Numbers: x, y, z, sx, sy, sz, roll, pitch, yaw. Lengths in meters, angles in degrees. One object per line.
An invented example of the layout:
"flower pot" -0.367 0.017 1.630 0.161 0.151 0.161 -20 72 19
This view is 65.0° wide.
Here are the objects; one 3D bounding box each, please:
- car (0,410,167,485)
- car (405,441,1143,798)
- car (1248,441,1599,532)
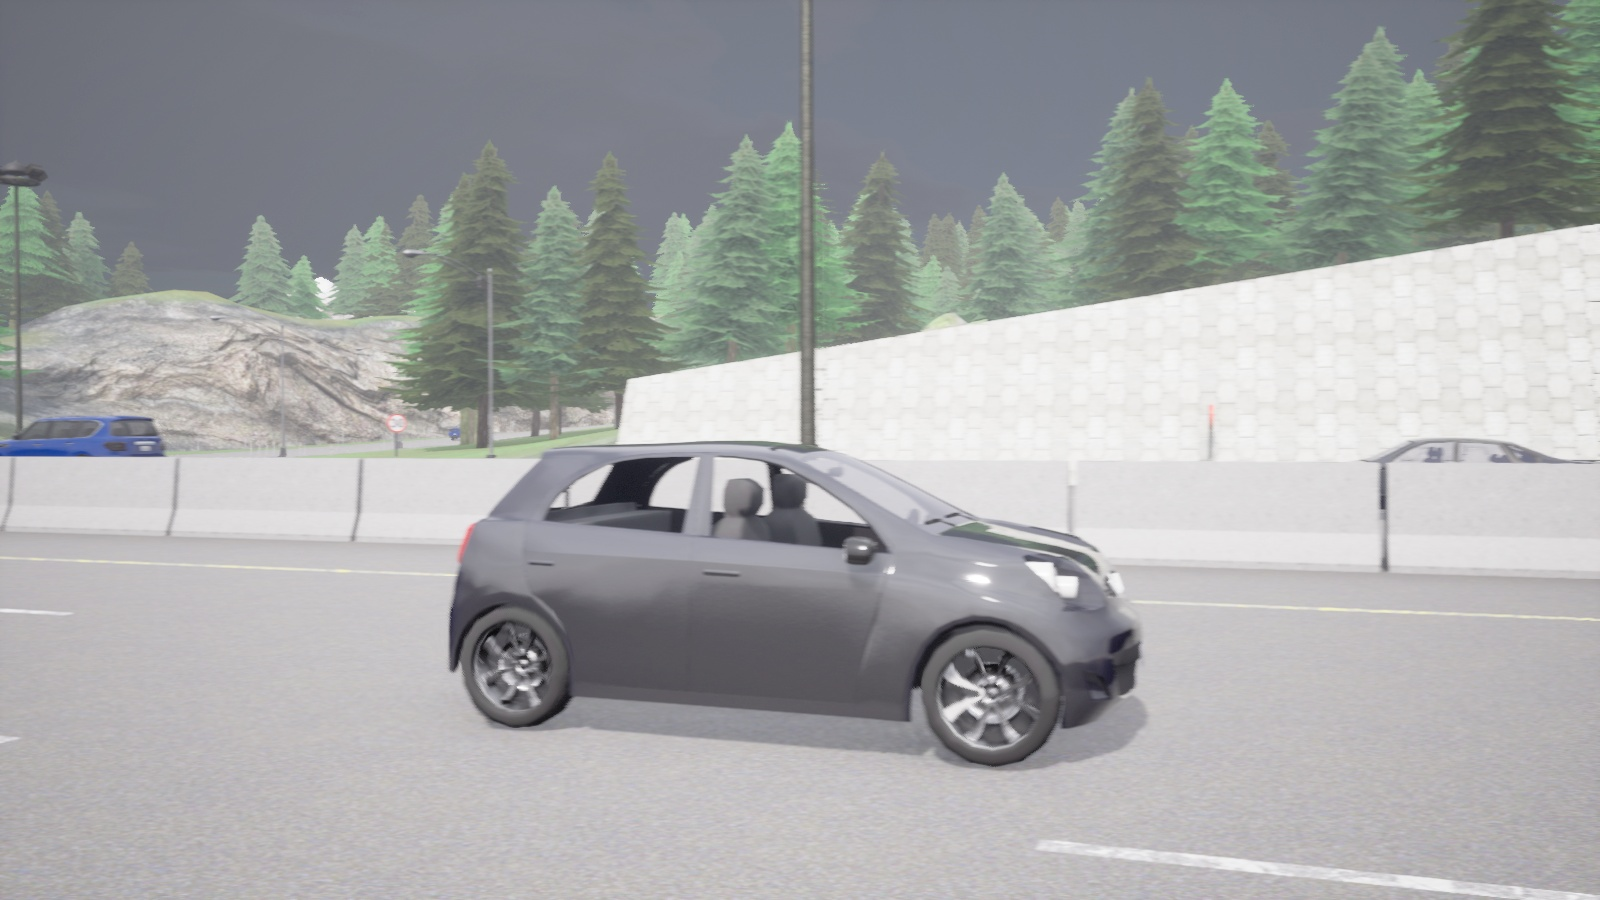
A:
"car" -21.311 -0.116 36.206 5.566 2.045 2.150 1 1 19
"car" -0.061 0.728 6.904 3.633 1.501 1.845 1 1 19
"car" 10.644 0.566 21.767 5.357 1.411 2.033 1 1 19
